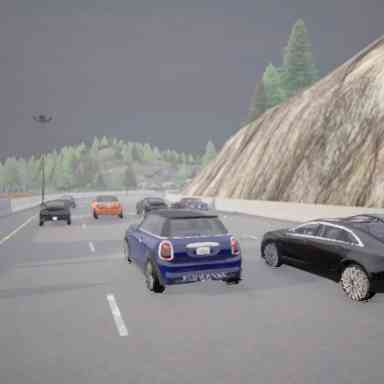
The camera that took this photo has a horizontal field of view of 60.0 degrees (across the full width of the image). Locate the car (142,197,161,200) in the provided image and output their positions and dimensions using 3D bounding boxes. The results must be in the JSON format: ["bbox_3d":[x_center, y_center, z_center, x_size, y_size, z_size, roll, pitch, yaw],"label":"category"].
[{"bbox_3d":[-3.291,1.197,26.901,1.837,1.490,4.892,-1,1,-20],"label":"car"}]

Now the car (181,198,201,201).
[{"bbox_3d":[-0.266,1.203,28.817,2.033,1.411,5.357,-1,1,-20],"label":"car"}]

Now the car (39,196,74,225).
[{"bbox_3d":[-9.028,1.282,22.172,1.837,1.490,4.892,-1,1,-20],"label":"car"}]

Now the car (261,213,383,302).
[{"bbox_3d":[3.543,1.378,8.138,2.128,1.511,4.902,-1,1,-20],"label":"car"}]

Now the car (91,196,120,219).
[{"bbox_3d":[-6.808,1.066,26.347,2.097,1.767,4.553,-1,1,-20],"label":"car"}]

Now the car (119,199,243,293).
[{"bbox_3d":[-0.497,1.244,8.995,2.097,1.767,4.553,-1,1,-20],"label":"car"}]

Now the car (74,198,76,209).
[{"bbox_3d":[-14.217,1.137,37.842,1.812,1.442,4.674,0,0,-16],"label":"car"}]
